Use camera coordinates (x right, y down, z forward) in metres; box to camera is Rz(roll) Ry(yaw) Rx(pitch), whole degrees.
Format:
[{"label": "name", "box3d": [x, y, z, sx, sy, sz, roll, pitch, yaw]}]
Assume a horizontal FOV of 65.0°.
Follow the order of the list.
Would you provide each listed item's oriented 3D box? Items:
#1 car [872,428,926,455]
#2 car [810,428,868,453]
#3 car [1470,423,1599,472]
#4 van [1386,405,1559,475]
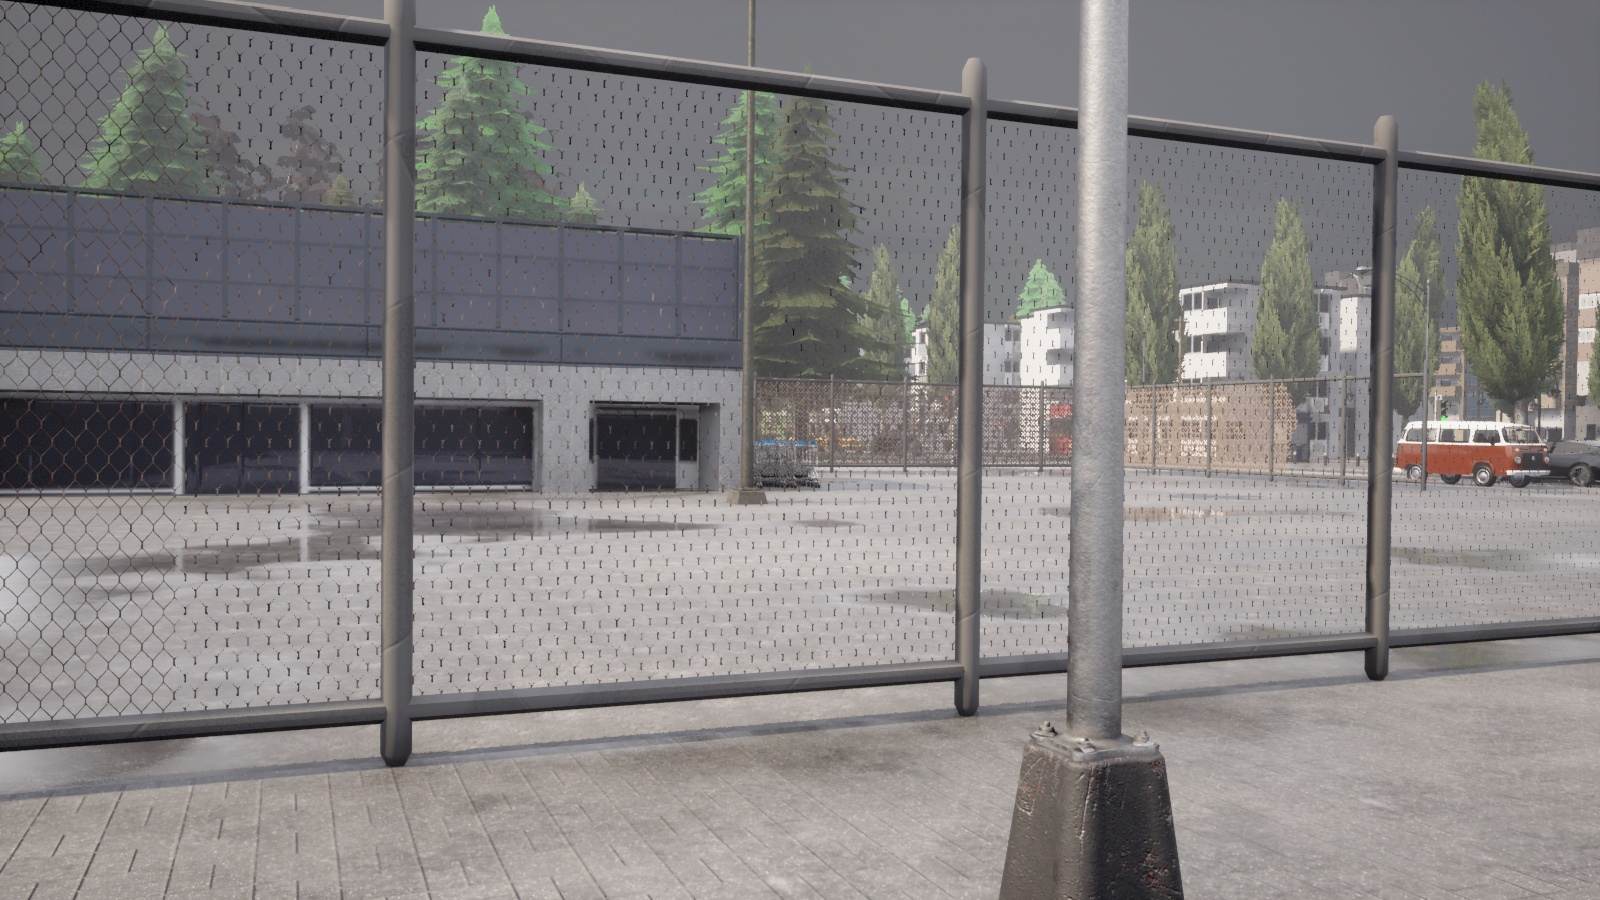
[{"label": "car", "box3d": [5.938, -0.520, 75.749, 1.789, 1.549, 3.705, -1, 1, -21]}, {"label": "car", "box3d": [2.559, -0.657, 83.993, 1.801, 1.575, 5.366, -1, 1, -22]}, {"label": "car", "box3d": [24.562, -0.129, 40.664, 2.163, 1.488, 4.792, -1, 1, -22]}, {"label": "van", "box3d": [20.856, -0.341, 39.153, 2.069, 2.038, 4.480, -1, 1, -22]}]
